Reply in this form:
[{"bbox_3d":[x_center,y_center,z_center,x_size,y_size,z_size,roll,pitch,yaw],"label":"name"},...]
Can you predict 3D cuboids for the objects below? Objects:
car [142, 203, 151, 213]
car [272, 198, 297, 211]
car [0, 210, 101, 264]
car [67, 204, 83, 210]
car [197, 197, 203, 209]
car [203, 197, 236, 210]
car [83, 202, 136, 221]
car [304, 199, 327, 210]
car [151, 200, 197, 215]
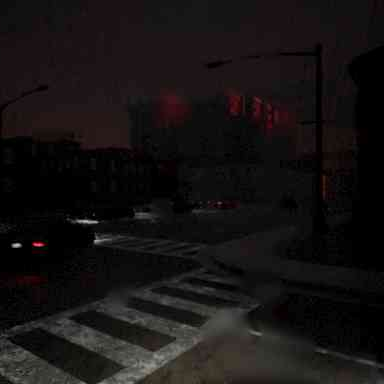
[{"bbox_3d":[-3.853,1.673,39.331,1.812,1.442,4.674,0,0,35],"label":"car"},{"bbox_3d":[12.127,1.564,43.344,1.882,1.535,5.008,0,0,35],"label":"car"},{"bbox_3d":[-5.137,1.611,12.149,2.033,1.411,5.357,-1,0,-2],"label":"car"},{"bbox_3d":[-9.438,1.695,31.524,2.033,1.411,5.357,0,0,35],"label":"car"},{"bbox_3d":[1.763,1.499,47.189,2.097,1.767,4.553,0,0,36],"label":"car"},{"bbox_3d":[3.978,1.480,44.275,2.097,1.767,4.553,0,0,36],"label":"car"},{"bbox_3d":[-6.918,1.692,29.020,1.994,1.385,4.181,0,0,36],"label":"car"},{"bbox_3d":[15.837,1.592,42.507,1.812,1.442,4.674,0,0,36],"label":"car"},{"bbox_3d":[-1.865,1.728,36.111,1.895,1.301,4.718,0,0,36],"label":"car"}]
